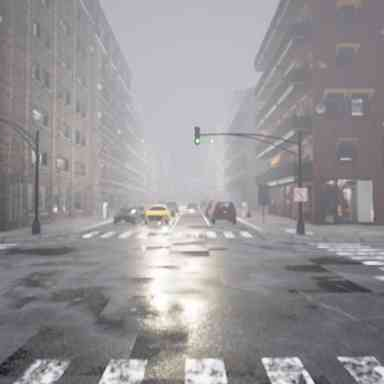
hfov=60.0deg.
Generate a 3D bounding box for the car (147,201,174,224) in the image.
[{"bbox_3d":[-2.866,1.849,28.399,1.882,1.535,5.008,0,-1,0],"label":"car"}]

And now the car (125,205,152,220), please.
[{"bbox_3d":[-5.321,2.004,33.453,1.947,1.339,4.313,1,-1,0],"label":"car"}]

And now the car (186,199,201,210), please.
[{"bbox_3d":[0.063,2.297,57.902,2.128,1.511,4.902,0,-1,0],"label":"car"}]

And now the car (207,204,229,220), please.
[{"bbox_3d":[2.560,1.967,33.672,1.752,1.417,4.829,1,-1,0],"label":"car"}]

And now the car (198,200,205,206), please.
[{"bbox_3d":[2.520,2.940,89.109,1.947,1.339,4.313,1,-1,0],"label":"car"}]

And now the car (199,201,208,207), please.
[{"bbox_3d":[2.530,2.645,72.420,1.802,1.307,4.206,1,-1,0],"label":"car"}]

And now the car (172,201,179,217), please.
[{"bbox_3d":[-2.870,2.060,37.666,1.994,1.385,4.181,0,-1,0],"label":"car"}]

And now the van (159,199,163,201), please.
[{"bbox_3d":[-5.337,2.203,61.260,1.690,1.788,3.998,1,-1,0],"label":"van"}]

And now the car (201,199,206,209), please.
[{"bbox_3d":[2.559,1.830,39.070,2.192,1.841,5.009,1,-1,0],"label":"car"}]

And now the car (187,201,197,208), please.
[{"bbox_3d":[0.019,2.549,68.134,1.994,1.385,4.181,0,-1,0],"label":"car"}]

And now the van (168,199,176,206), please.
[{"bbox_3d":[-5.357,2.715,89.076,1.690,1.788,3.998,1,-1,0],"label":"van"}]

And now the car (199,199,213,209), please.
[{"bbox_3d":[2.542,2.178,61.301,2.192,1.841,5.009,1,-1,0],"label":"car"}]

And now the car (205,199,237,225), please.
[{"bbox_3d":[2.567,1.680,27.946,2.192,1.841,5.009,1,-1,0],"label":"car"}]

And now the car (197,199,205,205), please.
[{"bbox_3d":[2.519,2.794,94.677,2.192,1.841,5.009,1,-1,0],"label":"car"}]

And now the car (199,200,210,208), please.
[{"bbox_3d":[2.536,2.402,66.862,1.967,1.590,4.097,1,-1,0],"label":"car"}]

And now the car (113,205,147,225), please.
[{"bbox_3d":[-5.317,1.931,27.892,1.947,1.339,4.313,1,-1,0],"label":"car"}]

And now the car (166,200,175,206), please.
[{"bbox_3d":[-5.357,2.820,83.509,2.008,1.369,4.403,1,-1,0],"label":"car"}]

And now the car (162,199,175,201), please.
[{"bbox_3d":[-2.869,2.153,48.092,1.837,1.490,4.892,0,-1,0],"label":"car"}]

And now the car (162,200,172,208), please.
[{"bbox_3d":[-5.349,2.585,72.212,1.752,1.417,4.829,1,-1,0],"label":"car"}]

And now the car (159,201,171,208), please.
[{"bbox_3d":[-5.345,2.512,66.821,2.008,1.369,4.403,1,-1,0],"label":"car"}]
